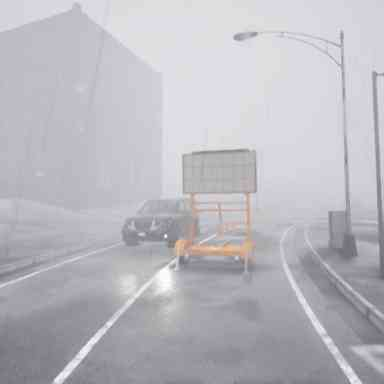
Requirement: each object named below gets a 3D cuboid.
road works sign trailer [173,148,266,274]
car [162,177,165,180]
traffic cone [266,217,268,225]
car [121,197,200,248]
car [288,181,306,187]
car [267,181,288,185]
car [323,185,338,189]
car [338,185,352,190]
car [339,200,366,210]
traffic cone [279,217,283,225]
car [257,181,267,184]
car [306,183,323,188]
[{"bbox_3d":[0.919,0.461,10.693,2.380,3.560,2.880,-1,0,18],"label":"road works sign trailer"},{"bbox_3d":[-7.072,-2.653,62.398,4.553,1.767,2.185,2,-5,-24],"label":"car"},{"bbox_3d":[5.145,2.011,23.036,0.340,0.580,0.340,-2,-1,17],"label":"traffic cone"},{"bbox_3d":[-1.197,1.295,15.489,2.150,2.045,5.566,-1,-1,16],"label":"car"},{"bbox_3d":[22.948,-1.672,76.243,4.553,1.767,2.185,2,-5,-27],"label":"car"},{"bbox_3d":[18.036,-1.744,73.715,5.008,1.535,2.097,2,-5,-26],"label":"car"},{"bbox_3d":[32.775,-1.082,81.684,4.674,1.452,2.002,3,-5,-30],"label":"car"},{"bbox_3d":[37.428,-0.902,84.462,4.892,1.521,2.231,3,-5,-31],"label":"car"},{"bbox_3d":[24.285,1.999,50.252,4.892,1.490,1.837,1,-4,-33],"label":"car"},{"bbox_3d":[6.100,1.980,22.751,0.340,0.580,0.340,-2,-1,17],"label":"traffic cone"},{"bbox_3d":[13.048,-1.893,71.287,4.674,1.452,2.002,2,-5,-25],"label":"car"},{"bbox_3d":[27.979,-1.305,78.962,4.792,1.488,2.163,2,-5,-28],"label":"car"}]
